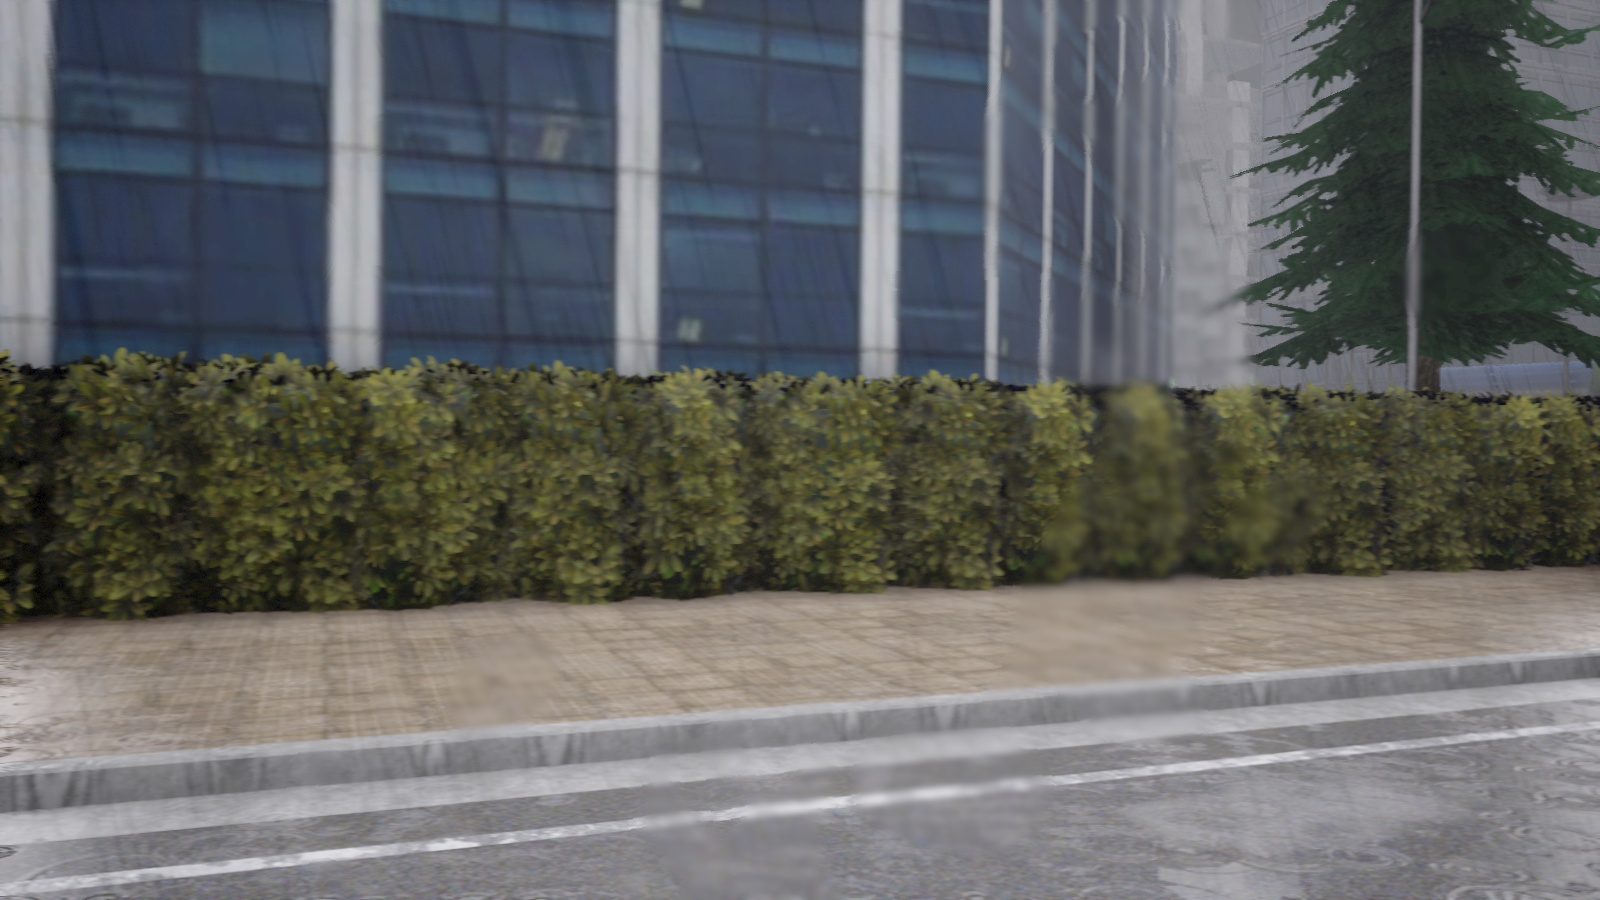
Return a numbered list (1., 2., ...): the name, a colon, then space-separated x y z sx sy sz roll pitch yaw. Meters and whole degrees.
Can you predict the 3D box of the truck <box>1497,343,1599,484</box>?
1. truck: 21.355 -0.907 30.287 2.891 3.462 7.936 -1 1 -21
